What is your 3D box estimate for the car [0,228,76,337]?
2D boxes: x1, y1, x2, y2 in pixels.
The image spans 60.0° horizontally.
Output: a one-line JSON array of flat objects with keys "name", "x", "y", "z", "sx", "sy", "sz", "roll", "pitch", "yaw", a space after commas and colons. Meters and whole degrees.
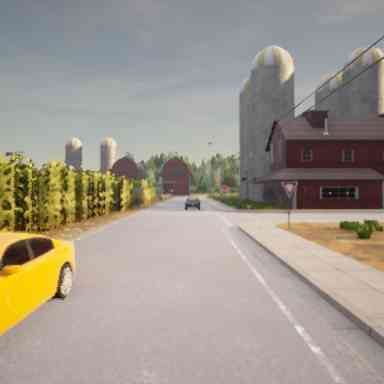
[{"name": "car", "x": -3.560, "y": 1.455, "z": 5.517, "sx": 1.882, "sy": 1.535, "sz": 5.008, "roll": 0, "pitch": 0, "yaw": 0}]

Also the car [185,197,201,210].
[{"name": "car", "x": 0.096, "y": 1.324, "z": 40.959, "sx": 2.128, "sy": 1.511, "sz": 4.902, "roll": 0, "pitch": 0, "yaw": 0}]
